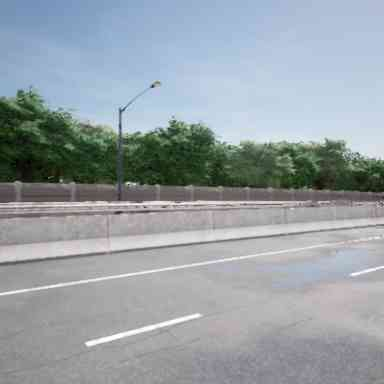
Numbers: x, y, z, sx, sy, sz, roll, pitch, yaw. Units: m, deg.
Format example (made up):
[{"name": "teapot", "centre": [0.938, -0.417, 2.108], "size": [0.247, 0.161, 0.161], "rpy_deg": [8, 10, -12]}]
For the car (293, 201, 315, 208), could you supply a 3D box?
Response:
[{"name": "car", "centre": [13.957, 1.833, 39.605], "size": [4.674, 1.442, 1.812], "rpy_deg": [1, -1, -35]}]

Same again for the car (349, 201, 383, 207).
[{"name": "car", "centre": [18.977, 1.872, 34.577], "size": [5.357, 1.411, 2.033], "rpy_deg": [1, -1, -35]}]

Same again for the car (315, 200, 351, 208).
[{"name": "car", "centre": [16.308, 1.664, 36.980], "size": [4.553, 1.767, 2.097], "rpy_deg": [1, -1, -35]}]
